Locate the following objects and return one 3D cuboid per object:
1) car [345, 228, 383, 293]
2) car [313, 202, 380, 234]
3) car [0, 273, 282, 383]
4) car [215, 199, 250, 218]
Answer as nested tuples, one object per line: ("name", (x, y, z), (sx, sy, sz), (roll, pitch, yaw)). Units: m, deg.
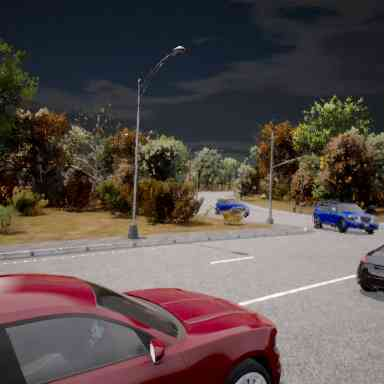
("car", (5.800, 1.665, 7.936), (4.181, 1.385, 1.994), (1, -1, -35))
("car", (10.522, 1.750, 23.228), (2.150, 2.045, 5.566), (4, -2, -6))
("car", (-1.349, 1.479, 2.783), (5.008, 1.535, 1.882), (0, 0, -36))
("car", (4.677, 1.836, 39.110), (2.150, 2.045, 5.566), (3, -1, -21))
